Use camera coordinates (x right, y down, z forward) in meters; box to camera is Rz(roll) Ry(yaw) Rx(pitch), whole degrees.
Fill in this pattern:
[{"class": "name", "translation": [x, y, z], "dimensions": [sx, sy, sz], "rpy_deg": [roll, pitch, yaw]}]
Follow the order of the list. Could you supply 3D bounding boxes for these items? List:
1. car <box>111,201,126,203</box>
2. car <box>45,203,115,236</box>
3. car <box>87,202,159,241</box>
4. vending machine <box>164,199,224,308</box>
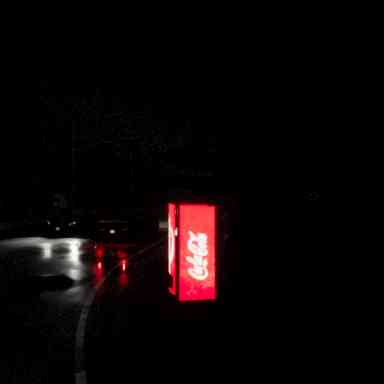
[{"class": "car", "translation": [-8.436, 1.653, 36.853], "dimensions": [4.718, 1.301, 1.895], "rpy_deg": [0, 0, 15]}, {"class": "car", "translation": [-6.290, 1.549, 18.782], "dimensions": [1.812, 1.442, 4.674], "rpy_deg": [0, 0, 9]}, {"class": "car", "translation": [-3.042, 1.509, 16.836], "dimensions": [2.128, 1.511, 4.902], "rpy_deg": [0, 0, 10]}, {"class": "vending machine", "translation": [0.012, 1.199, 7.001], "dimensions": [1.100, 2.100, 0.880], "rpy_deg": [0, 0, -10]}]
